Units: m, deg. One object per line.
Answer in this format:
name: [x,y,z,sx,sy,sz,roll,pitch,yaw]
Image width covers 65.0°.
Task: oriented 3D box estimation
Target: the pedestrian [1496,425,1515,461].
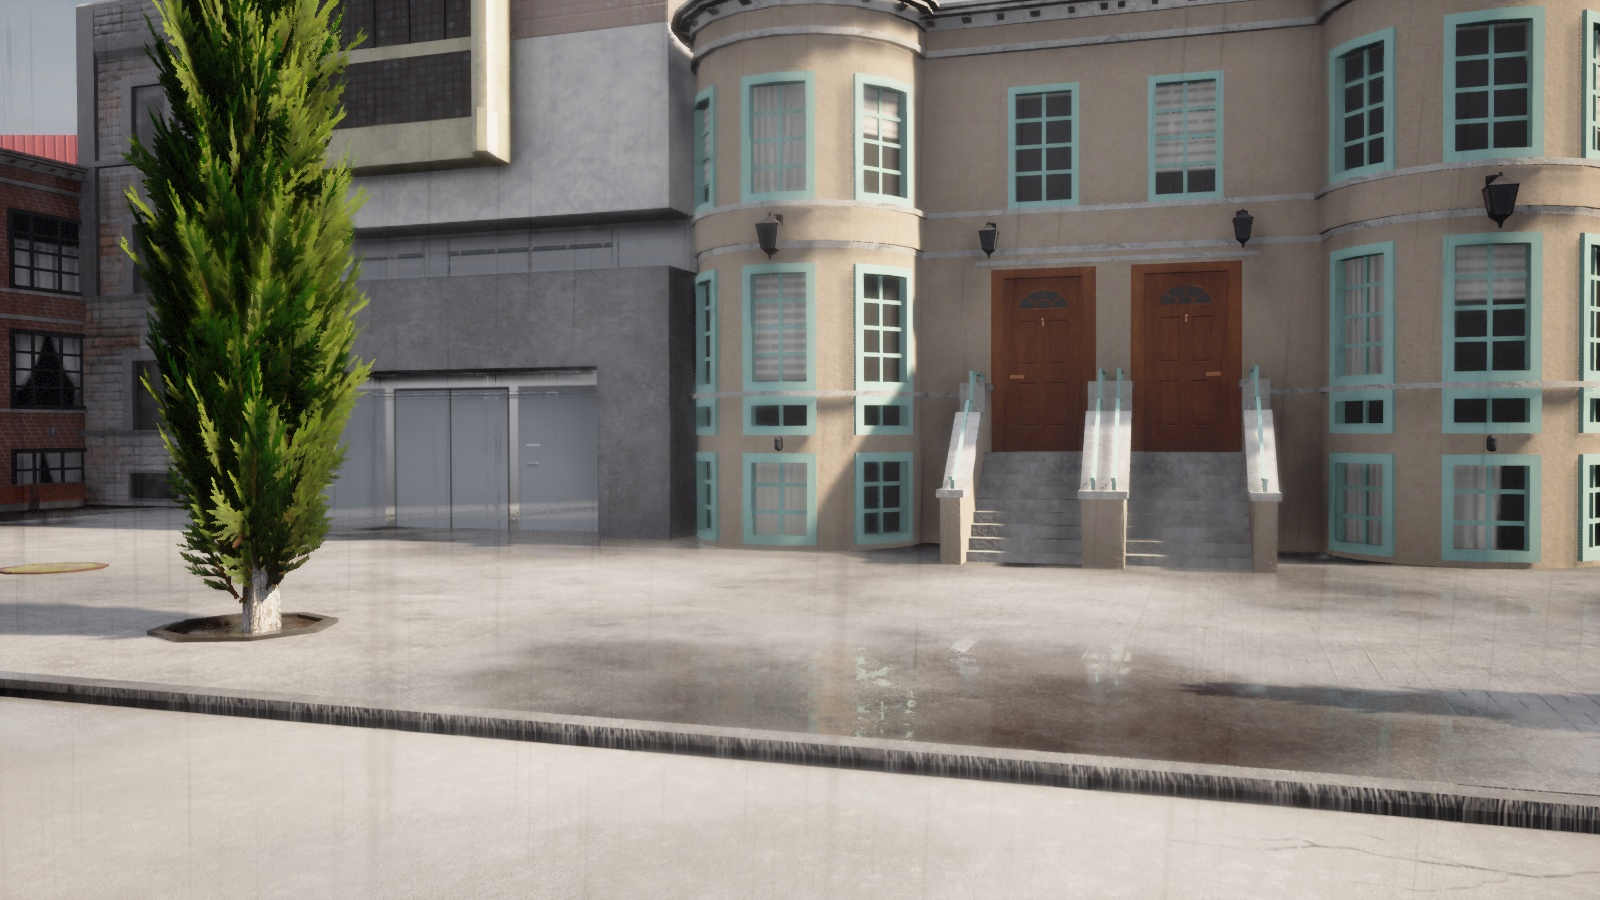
pedestrian: [35.851,-0.356,63.797,0.634,1.844,0.899,0,1,17]
